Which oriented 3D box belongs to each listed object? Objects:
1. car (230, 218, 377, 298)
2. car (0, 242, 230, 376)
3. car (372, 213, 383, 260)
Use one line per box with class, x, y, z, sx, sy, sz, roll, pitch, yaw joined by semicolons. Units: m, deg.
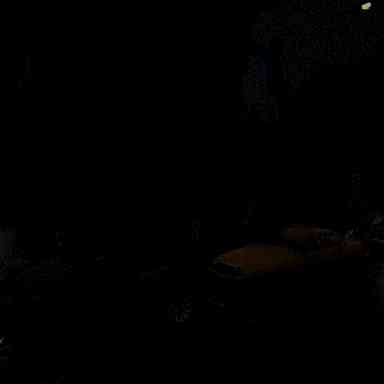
car;2.589;1.525;8.512;4.829;1.417;1.752;0;0;-36
car;-1.693;1.566;5.444;4.313;1.339;1.947;0;0;-36
car;7.148;1.441;11.777;4.097;1.590;1.967;0;0;-36
